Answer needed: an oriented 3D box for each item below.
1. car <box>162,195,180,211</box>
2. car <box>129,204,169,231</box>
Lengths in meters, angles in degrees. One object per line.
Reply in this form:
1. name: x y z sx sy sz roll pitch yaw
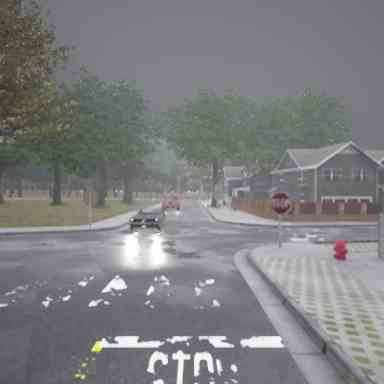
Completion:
1. car: -2.724 1.394 44.255 2.150 2.045 5.566 0 0 0
2. car: -2.739 1.675 21.211 1.895 1.301 4.718 0 0 0
